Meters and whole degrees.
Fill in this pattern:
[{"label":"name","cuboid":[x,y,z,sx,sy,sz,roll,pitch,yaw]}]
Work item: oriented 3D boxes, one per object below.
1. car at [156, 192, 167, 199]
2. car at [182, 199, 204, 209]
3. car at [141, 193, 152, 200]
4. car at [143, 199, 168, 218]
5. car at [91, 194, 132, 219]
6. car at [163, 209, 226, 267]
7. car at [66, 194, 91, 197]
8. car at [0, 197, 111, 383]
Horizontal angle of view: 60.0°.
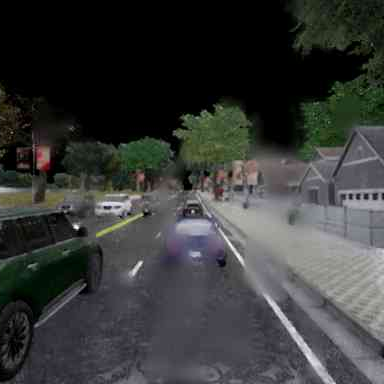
[{"label":"car","cuboid":[-6.520,0.797,71.235,1.882,1.535,5.008,0,1,0]},{"label":"car","cuboid":[0.088,1.447,31.677,1.837,1.490,4.892,0,0,0]},{"label":"car","cuboid":[-9.770,0.859,71.235,2.033,1.411,5.357,0,1,0]},{"label":"car","cuboid":[-3.161,1.555,29.781,1.895,1.301,4.718,0,0,0]},{"label":"car","cuboid":[-6.607,1.181,28.674,2.150,2.045,5.566,0,0,0]},{"label":"car","cuboid":[0.089,1.520,11.296,1.812,1.442,4.674,0,0,0]},{"label":"car","cuboid":[-9.857,1.182,28.670,2.150,2.045,5.566,0,0,0]},{"label":"car","cuboid":[-3.176,1.225,5.559,2.150,2.045,5.566,0,0,0]}]
